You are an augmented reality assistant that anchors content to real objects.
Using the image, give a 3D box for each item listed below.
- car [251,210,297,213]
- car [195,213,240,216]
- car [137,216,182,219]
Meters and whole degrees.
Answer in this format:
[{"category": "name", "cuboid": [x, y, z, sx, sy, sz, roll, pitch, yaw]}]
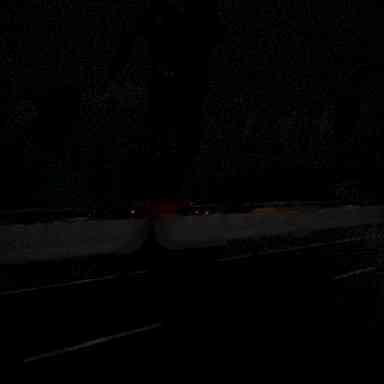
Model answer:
[{"category": "car", "cuboid": [6.834, 1.472, 26.046, 5.008, 1.535, 1.882, 0, 0, -35]}, {"category": "car", "cuboid": [2.853, 1.541, 27.507, 5.357, 1.411, 2.033, 0, 0, -35]}, {"category": "car", "cuboid": [-2.444, 1.212, 28.031, 5.566, 2.045, 2.150, 0, 0, -35]}]
